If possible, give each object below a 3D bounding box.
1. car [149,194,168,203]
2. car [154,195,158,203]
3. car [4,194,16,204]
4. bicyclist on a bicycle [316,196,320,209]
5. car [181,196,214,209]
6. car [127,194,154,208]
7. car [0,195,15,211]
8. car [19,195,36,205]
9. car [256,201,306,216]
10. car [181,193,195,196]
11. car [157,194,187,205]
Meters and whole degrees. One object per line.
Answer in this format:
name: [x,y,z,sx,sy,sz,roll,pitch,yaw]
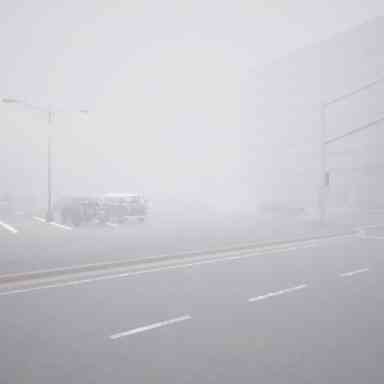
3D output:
car: [-7.056,1.407,69.343,2.097,1.767,4.553,0,0,-35]
car: [-8.989,1.547,66.007,2.128,1.511,4.902,0,0,-35]
car: [-29.725,1.212,53.694,1.905,1.878,3.866,0,0,-35]
bicyclist on a bicycle: [16.475,1.356,42.858,1.656,1.620,0.582,0,0,-35]
car: [0.976,1.655,45.682,1.895,1.301,4.718,0,0,-35]
car: [-9.356,1.437,60.339,2.097,1.767,4.553,0,0,-35]
car: [-21.843,1.451,37.873,1.970,1.475,3.806,0,0,-35]
car: [-27.331,1.209,55.321,1.932,1.855,4.605,0,0,-35]
car: [9.053,1.603,34.350,2.033,1.411,5.357,0,0,-36]
car: [-1.521,1.277,61.582,2.150,2.045,5.566,0,0,-35]
car: [-3.574,1.533,58.429,1.882,1.535,5.008,0,0,-36]
